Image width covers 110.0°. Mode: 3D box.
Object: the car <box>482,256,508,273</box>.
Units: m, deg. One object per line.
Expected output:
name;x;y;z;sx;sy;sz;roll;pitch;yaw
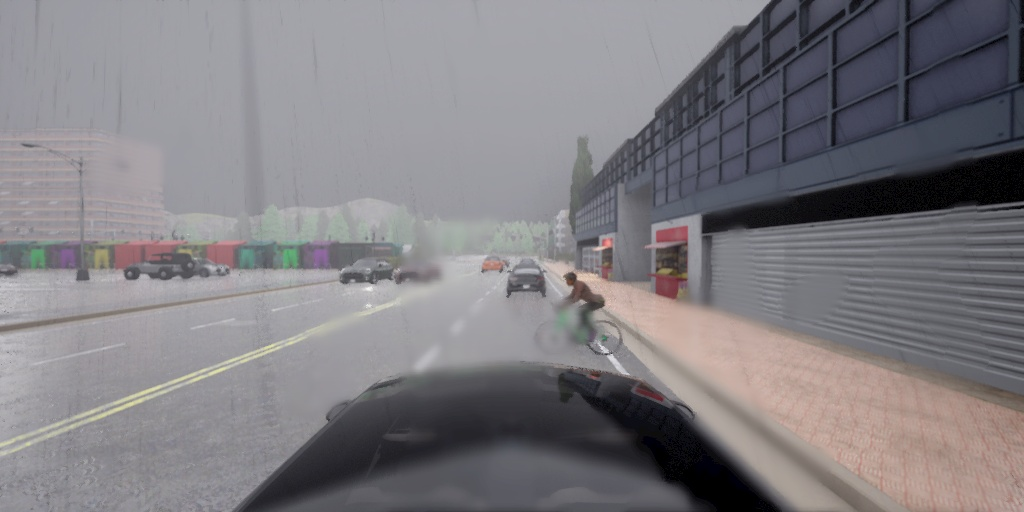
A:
car;-1.906;0.794;37.995;2.097;1.767;4.553;0;0;3

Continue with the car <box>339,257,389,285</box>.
car;-9.611;0.908;24.090;2.097;1.767;4.553;0;1;3

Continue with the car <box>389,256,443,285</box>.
car;-6.115;0.910;23.937;2.097;1.767;4.553;0;1;3

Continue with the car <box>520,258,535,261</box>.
car;1.788;0.972;42.054;1.994;1.385;4.181;0;0;3

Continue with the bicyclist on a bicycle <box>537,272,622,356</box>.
bicyclist on a bicycle;1.301;1.140;6.942;1.656;1.620;0.582;-1;0;2

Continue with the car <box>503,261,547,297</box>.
car;0.741;1.139;17.804;1.812;1.442;4.674;0;0;2
